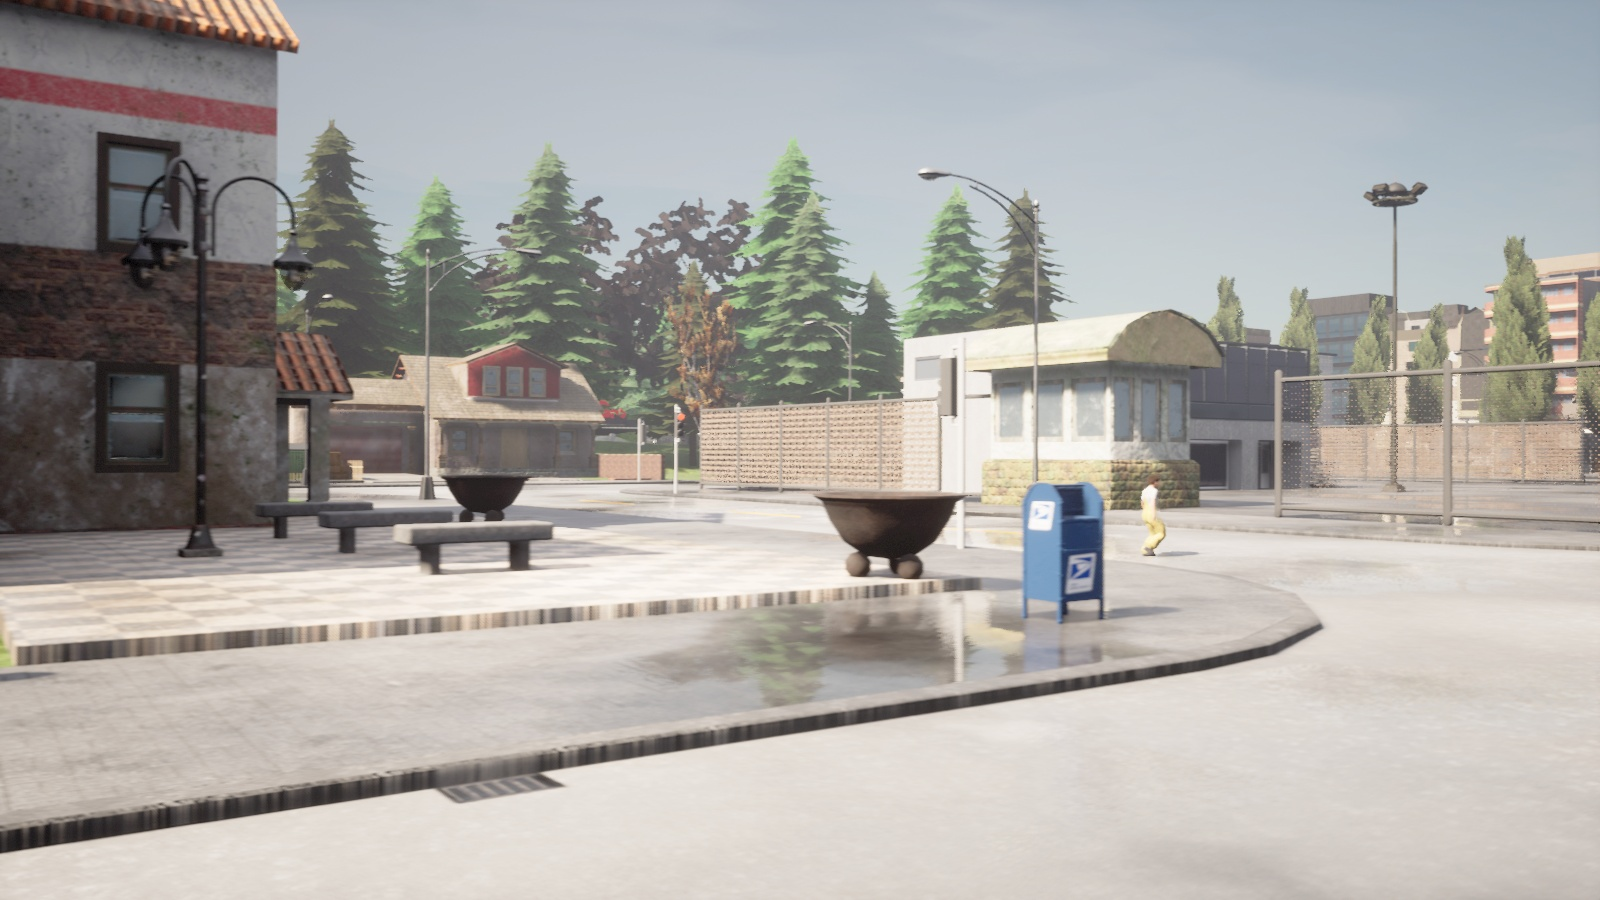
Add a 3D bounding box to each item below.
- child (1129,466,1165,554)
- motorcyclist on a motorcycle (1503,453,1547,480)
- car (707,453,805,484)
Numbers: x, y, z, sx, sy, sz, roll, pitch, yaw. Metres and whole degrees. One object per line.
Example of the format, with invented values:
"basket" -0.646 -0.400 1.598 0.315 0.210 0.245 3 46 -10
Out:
"child" 5.078 0.873 18.385 0.437 1.263 0.270 0 0 -16
"motorcyclist on a motorcycle" 42.227 0.939 73.171 0.797 1.523 2.044 0 0 -35
"car" -2.189 0.904 62.730 4.514 1.525 2.007 0 0 -35
